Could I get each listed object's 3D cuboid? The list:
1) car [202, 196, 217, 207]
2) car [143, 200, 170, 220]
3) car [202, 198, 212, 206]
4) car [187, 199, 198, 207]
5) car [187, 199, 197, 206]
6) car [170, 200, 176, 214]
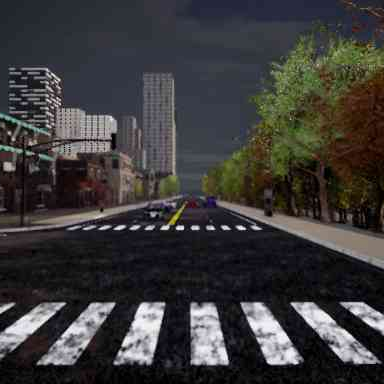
[{"bbox_3d":[3.326,1.726,60.375,2.150,2.045,5.566,0,0,0],"label":"car"},{"bbox_3d":[-3.415,1.750,30.618,2.128,1.511,4.902,0,0,-3],"label":"car"},{"bbox_3d":[3.218,2.069,70.947,1.882,1.535,5.008,0,0,0],"label":"car"},{"bbox_3d":[0.084,2.072,60.759,1.994,1.385,4.181,0,0,-1],"label":"car"},{"bbox_3d":[-0.025,2.142,70.711,1.994,1.385,4.181,0,0,0],"label":"car"},{"bbox_3d":[-3.366,1.944,40.826,1.895,1.301,4.718,0,0,0],"label":"car"}]
